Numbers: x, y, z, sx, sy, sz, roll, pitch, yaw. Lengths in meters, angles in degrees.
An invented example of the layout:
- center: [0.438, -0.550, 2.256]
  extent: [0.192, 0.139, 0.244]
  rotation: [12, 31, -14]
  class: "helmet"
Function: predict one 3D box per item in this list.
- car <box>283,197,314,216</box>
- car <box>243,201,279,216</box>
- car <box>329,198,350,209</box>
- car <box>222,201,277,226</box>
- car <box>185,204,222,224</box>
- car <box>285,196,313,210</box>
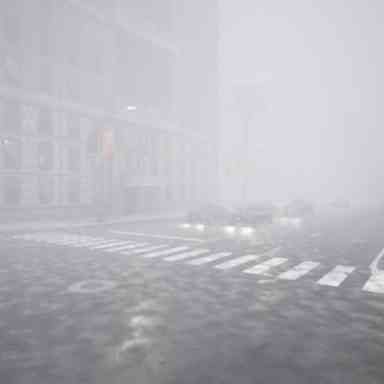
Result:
- center: [10.447, 1.526, 32.460]
  extent: [2.128, 1.511, 4.902]
  rotation: [0, 0, 36]
  class: "car"
- center: [7.056, 1.613, 33.737]
  extent: [1.994, 1.385, 4.181]
  rotation: [0, 0, 36]
  class: "car"
- center: [20.731, 1.583, 46.645]
  extent: [2.033, 1.411, 5.357]
  rotation: [0, 0, 36]
  class: "car"
- center: [4.211, 1.600, 23.686]
  extent: [1.994, 1.385, 4.181]
  rotation: [0, 0, 35]
  class: "car"
- center: [1.265, 1.613, 25.580]
  extent: [1.994, 1.385, 4.181]
  rotation: [0, 0, 35]
  class: "car"
- center: [13.968, 1.404, 43.309]
  extent: [2.097, 1.767, 4.553]
  rotation: [0, -1, 36]
  class: "car"
